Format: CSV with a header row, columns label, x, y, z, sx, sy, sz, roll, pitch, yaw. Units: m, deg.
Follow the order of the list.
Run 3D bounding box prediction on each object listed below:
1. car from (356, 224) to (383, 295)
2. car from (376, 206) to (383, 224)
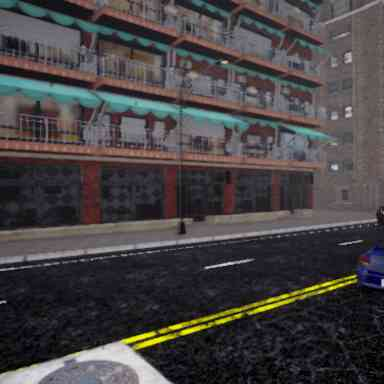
label,x,y,z,sx,sy,sz,roll,pitch,yaw
car,5.488,1.528,7.456,4.674,1.442,1.812,0,0,-36
car,14.883,1.229,22.912,5.566,2.045,2.150,0,0,-38
